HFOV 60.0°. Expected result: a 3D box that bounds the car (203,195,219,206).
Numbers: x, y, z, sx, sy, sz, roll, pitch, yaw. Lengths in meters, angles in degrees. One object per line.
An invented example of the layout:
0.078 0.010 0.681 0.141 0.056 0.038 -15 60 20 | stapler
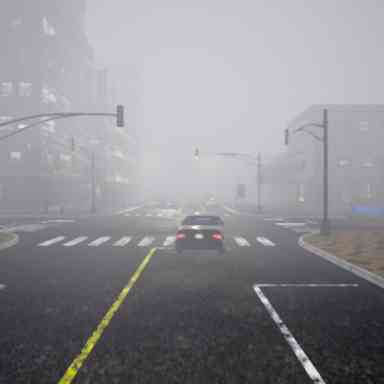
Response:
2.690 1.512 43.730 1.752 1.417 4.829 0 0 0 | car

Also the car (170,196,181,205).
-3.037 1.470 61.880 1.882 1.535 5.008 0 0 1 | car

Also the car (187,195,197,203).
-0.005 1.522 70.362 1.812 1.442 4.674 0 0 0 | car

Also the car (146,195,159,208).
-5.692 1.512 48.928 1.752 1.417 4.829 0 0 0 | car

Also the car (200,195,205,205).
2.689 1.571 54.639 1.802 1.307 4.206 0 0 0 | car

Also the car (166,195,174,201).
-5.694 1.562 87.873 1.887 1.381 4.507 0 0 0 | car

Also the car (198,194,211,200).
2.689 1.306 60.178 2.192 1.841 5.009 0 0 0 | car

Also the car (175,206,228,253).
0.456 1.534 13.676 2.033 1.411 5.357 0 0 5 | car

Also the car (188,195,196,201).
-0.005 1.450 80.369 1.994 1.385 4.181 0 0 0 | car

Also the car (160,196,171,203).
-5.693 1.550 71.255 2.008 1.369 4.403 0 0 0 | car

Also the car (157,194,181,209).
-3.084 1.476 45.284 2.128 1.511 4.902 0 0 0 | car

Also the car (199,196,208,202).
2.687 1.555 76.795 2.008 1.369 4.403 0 0 0 | car

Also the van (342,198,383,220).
14.898 1.393 28.045 3.998 1.788 1.690 0 0 0 | van

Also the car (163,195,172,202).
-5.693 1.530 76.624 1.752 1.417 4.829 0 0 0 | car
